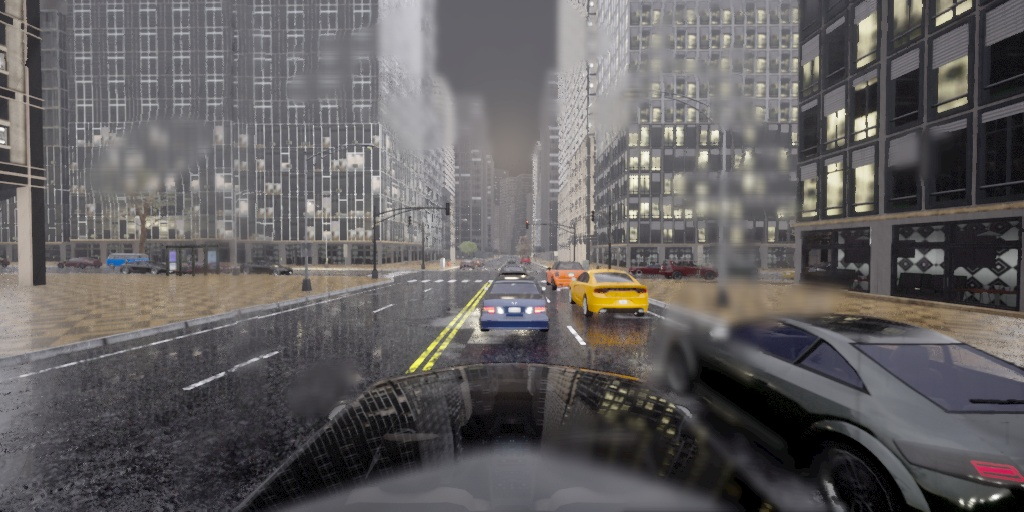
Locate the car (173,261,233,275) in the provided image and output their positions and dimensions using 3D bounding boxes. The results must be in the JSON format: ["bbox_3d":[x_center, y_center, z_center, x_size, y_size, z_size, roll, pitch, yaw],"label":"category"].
[{"bbox_3d":[-28.468,1.133,33.497,4.207,1.307,1.802,0,0,1],"label":"car"}]

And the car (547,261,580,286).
[{"bbox_3d":[3.316,1.089,22.212,2.097,1.767,4.553,0,0,0],"label":"car"}]

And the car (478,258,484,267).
[{"bbox_3d":[-6.665,1.046,64.329,2.097,1.767,4.553,0,0,0],"label":"car"}]

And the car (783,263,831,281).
[{"bbox_3d":[27.591,1.574,32.734,4.829,1.417,1.751,0,0,1],"label":"car"}]

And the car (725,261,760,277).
[{"bbox_3d":[23.914,1.276,38.565,4.553,1.767,2.097,1,1,1],"label":"car"}]

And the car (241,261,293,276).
[{"bbox_3d":[-22.784,1.169,33.374,4.313,1.339,1.948,0,0,1],"label":"car"}]

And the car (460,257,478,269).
[{"bbox_3d":[-6.679,1.271,54.327,1.994,1.385,4.181,0,0,0],"label":"car"}]

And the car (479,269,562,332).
[{"bbox_3d":[0.086,1.293,10.802,2.033,1.411,5.357,0,0,1],"label":"car"}]

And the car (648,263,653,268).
[{"bbox_3d":[15.018,1.446,38.737,4.718,1.301,1.895,1,1,2],"label":"car"}]

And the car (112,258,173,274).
[{"bbox_3d":[-34.149,1.065,33.661,4.313,1.339,1.948,0,0,1],"label":"car"}]

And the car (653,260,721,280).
[{"bbox_3d":[16.142,1.264,32.911,5.009,1.841,2.192,0,0,1],"label":"car"}]

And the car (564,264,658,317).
[{"bbox_3d":[3.331,1.221,13.207,1.882,1.535,5.008,0,0,0],"label":"car"}]

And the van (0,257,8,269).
[{"bbox_3d":[-51.194,0.682,34.031,3.998,1.789,1.690,0,0,1],"label":"van"}]

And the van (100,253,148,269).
[{"bbox_3d":[-45.355,0.599,42.303,3.998,1.789,1.690,0,0,1],"label":"van"}]

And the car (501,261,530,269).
[{"bbox_3d":[0.070,1.230,20.554,2.128,1.511,4.902,0,0,0],"label":"car"}]

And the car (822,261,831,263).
[{"bbox_3d":[34.027,1.364,38.400,4.553,1.767,2.097,0,1,1],"label":"car"}]

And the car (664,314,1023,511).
[{"bbox_3d":[3.336,1.313,3.893,1.994,1.385,4.181,0,0,1],"label":"car"}]
